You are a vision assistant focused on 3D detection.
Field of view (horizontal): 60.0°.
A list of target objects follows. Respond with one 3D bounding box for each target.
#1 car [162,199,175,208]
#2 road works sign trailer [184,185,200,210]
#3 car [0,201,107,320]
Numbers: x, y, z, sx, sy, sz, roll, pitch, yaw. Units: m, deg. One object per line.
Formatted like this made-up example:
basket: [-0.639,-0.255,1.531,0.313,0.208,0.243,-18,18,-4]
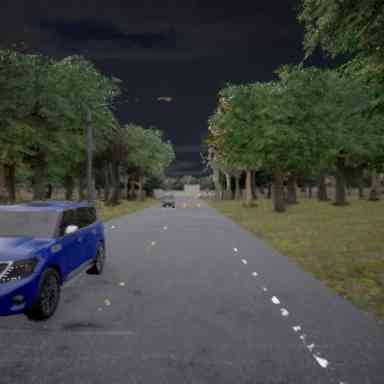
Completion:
car: [-3.563,1.738,51.206,2.033,1.411,5.357,0,0,0]
road works sign trailer: [-0.002,0.646,47.413,2.380,3.560,2.880,0,0,0]
car: [-3.600,1.258,7.728,2.150,2.045,5.566,0,0,0]
